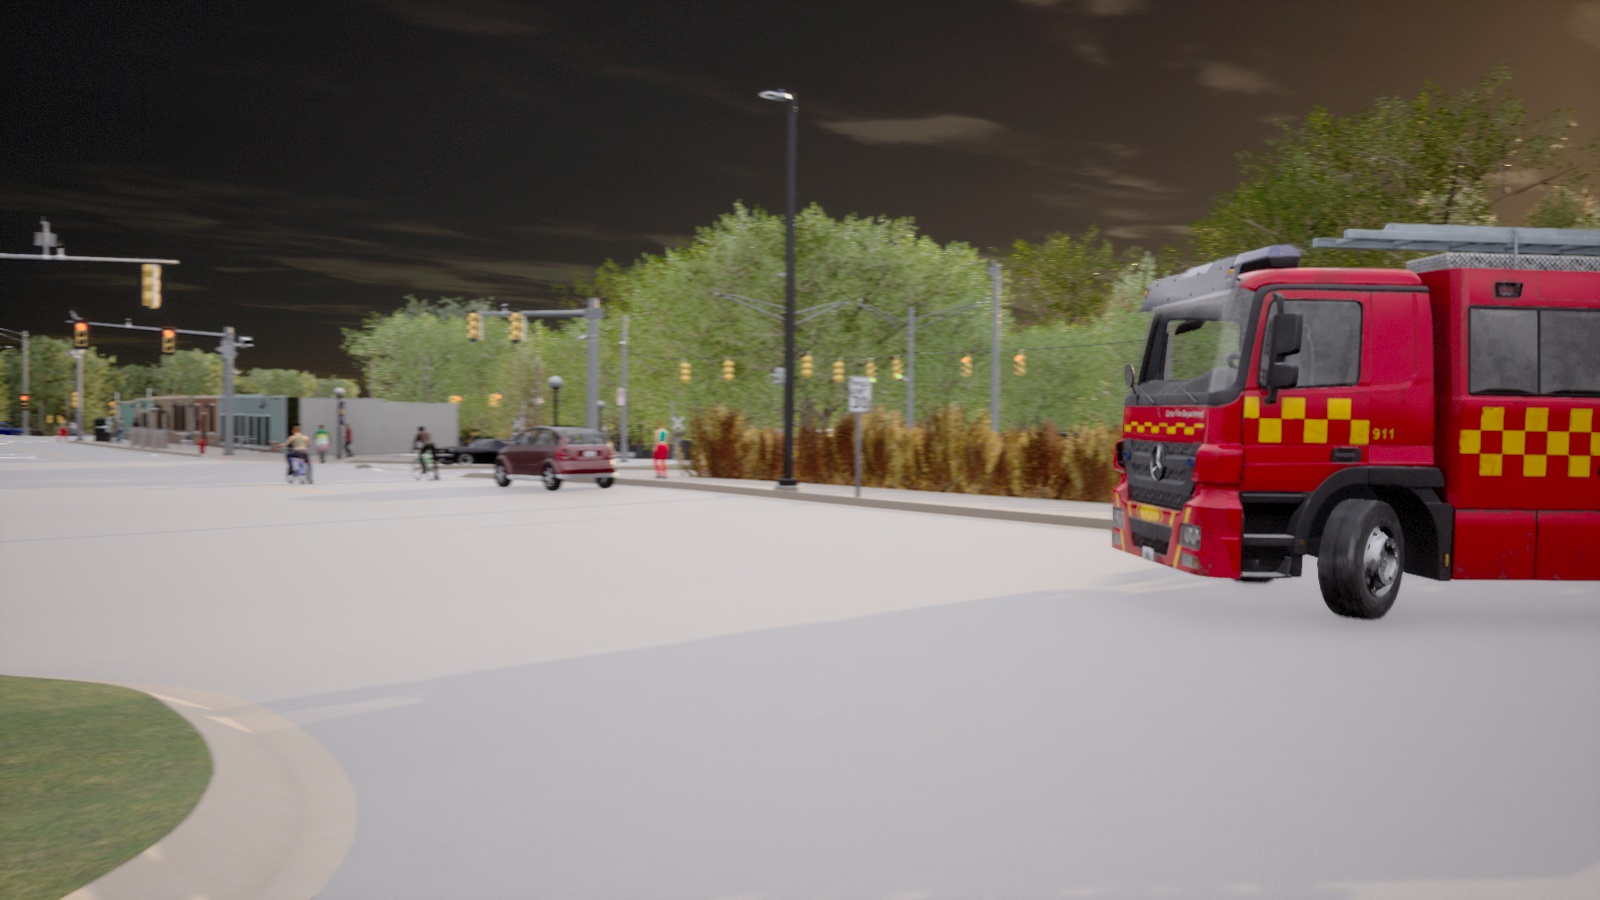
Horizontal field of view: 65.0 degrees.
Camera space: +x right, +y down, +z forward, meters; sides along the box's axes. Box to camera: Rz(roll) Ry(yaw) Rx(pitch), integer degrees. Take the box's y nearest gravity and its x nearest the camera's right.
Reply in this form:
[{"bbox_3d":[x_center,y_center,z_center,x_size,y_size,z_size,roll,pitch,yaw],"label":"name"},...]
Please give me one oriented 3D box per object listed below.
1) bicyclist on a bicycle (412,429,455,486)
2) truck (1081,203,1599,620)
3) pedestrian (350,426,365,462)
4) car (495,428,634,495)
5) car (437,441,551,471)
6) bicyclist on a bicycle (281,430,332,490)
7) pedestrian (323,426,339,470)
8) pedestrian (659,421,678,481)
[{"bbox_3d":[-10.848,0.224,37.127,0.582,1.620,1.656,-1,0,-39],"label":"bicyclist on a bicycle"},{"bbox_3d":[7.596,-0.358,13.335,8.468,3.827,2.891,0,2,-5],"label":"truck"},{"bbox_3d":[-22.742,-0.301,64.494,0.331,1.846,0.636,2,3,43],"label":"pedestrian"},{"bbox_3d":[-5.902,0.243,31.170,1.789,1.549,3.705,-2,2,-40],"label":"car"},{"bbox_3d":[-13.935,0.299,57.408,4.718,1.301,1.895,1,1,-44],"label":"car"},{"bbox_3d":[-13.700,0.275,34.852,0.866,1.612,1.509,-1,1,-40],"label":"bicyclist on a bicycle"},{"bbox_3d":[-21.370,-0.090,57.257,0.659,1.952,0.873,-1,2,-21],"label":"pedestrian"},{"bbox_3d":[-4.082,0.026,38.898,0.345,1.836,0.594,-1,2,-37],"label":"pedestrian"}]
